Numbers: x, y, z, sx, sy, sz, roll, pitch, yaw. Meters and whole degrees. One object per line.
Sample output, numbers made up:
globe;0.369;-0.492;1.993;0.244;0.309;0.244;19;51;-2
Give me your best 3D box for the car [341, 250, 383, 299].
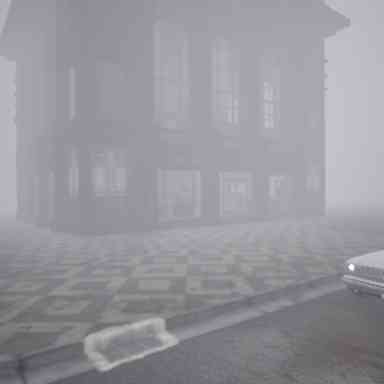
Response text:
car;5.275;1.537;7.139;4.718;1.301;1.895;-1;0;-35
